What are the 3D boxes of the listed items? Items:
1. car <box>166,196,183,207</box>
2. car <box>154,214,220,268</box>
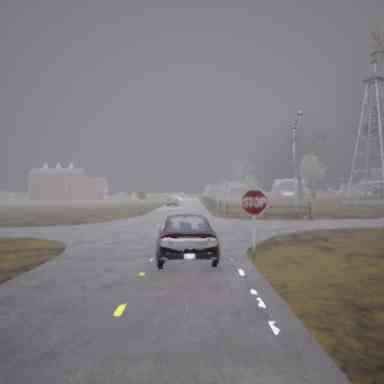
[{"bbox_3d":[-2.795,1.486,48.950,2.033,1.411,5.357,0,0,0],"label":"car"},{"bbox_3d":[-0.235,1.484,11.226,2.128,1.511,4.902,0,0,-4],"label":"car"}]
